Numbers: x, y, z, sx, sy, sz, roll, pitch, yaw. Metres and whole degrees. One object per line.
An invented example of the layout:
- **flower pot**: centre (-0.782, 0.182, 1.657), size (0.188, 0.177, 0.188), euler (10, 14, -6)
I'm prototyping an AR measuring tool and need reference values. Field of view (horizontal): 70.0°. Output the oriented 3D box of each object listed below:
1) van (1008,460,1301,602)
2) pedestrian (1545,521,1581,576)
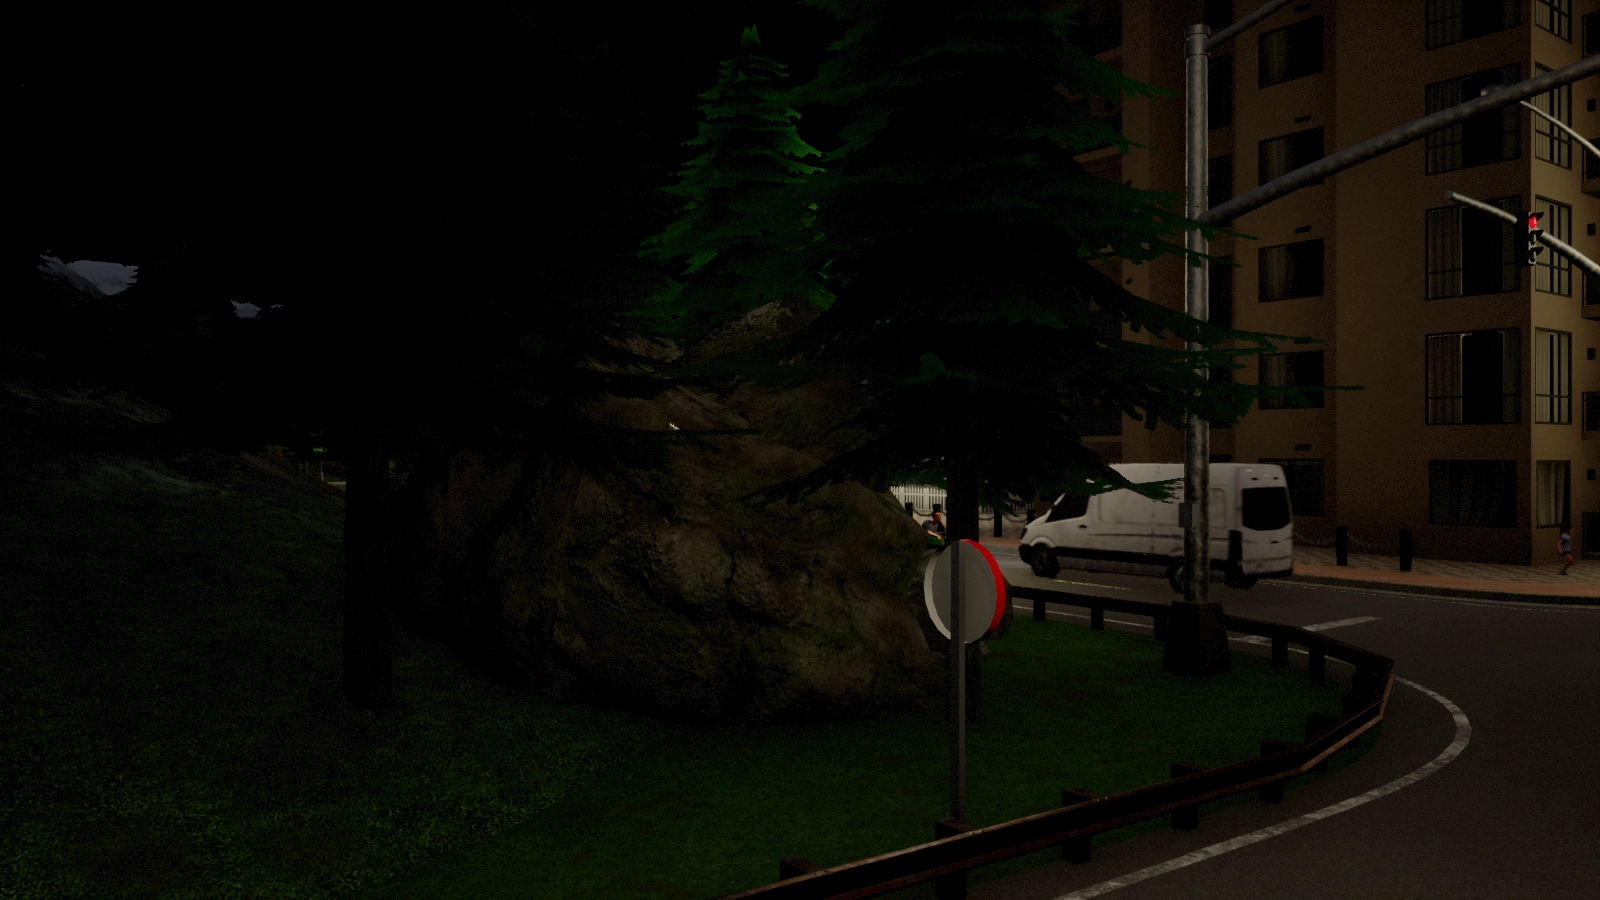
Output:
- **van**: centre (7.254, 1.530, 24.114), size (1.988, 2.561, 5.915), euler (0, 0, -35)
- **pedestrian**: centre (16.058, 2.057, 24.041), size (0.500, 1.100, 0.500), euler (0, 0, -37)
